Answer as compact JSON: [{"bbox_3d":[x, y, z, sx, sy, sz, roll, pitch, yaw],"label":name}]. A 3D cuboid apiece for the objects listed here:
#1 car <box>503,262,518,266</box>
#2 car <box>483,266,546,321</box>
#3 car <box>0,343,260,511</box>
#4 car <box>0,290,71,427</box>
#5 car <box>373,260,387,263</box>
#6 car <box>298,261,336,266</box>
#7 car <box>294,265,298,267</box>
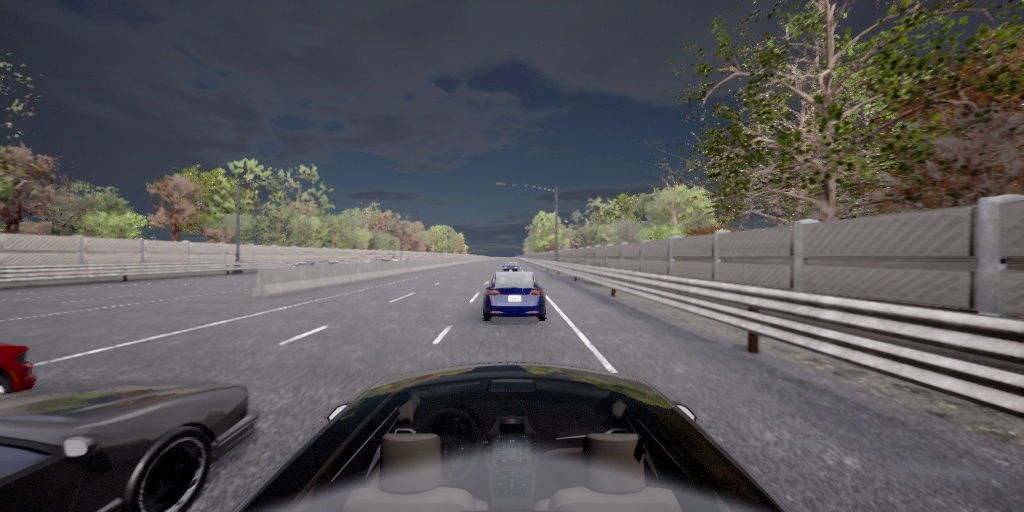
[{"bbox_3d":[-0.127,1.359,43.418,1.895,1.301,4.718,0,0,0],"label":"car"},{"bbox_3d":[0.069,1.256,12.552,2.163,1.488,4.792,0,0,0],"label":"car"},{"bbox_3d":[-3.402,1.298,1.027,2.033,1.411,5.357,0,0,0],"label":"car"},{"bbox_3d":[-6.906,1.229,2.351,1.882,1.535,5.008,0,0,0],"label":"car"},{"bbox_3d":[-17.830,1.268,47.785,1.837,1.490,4.892,0,-1,0],"label":"car"},{"bbox_3d":[-21.301,1.308,40.552,2.033,1.411,5.357,0,0,0],"label":"car"},{"bbox_3d":[-24.809,1.326,43.792,1.994,1.385,4.181,0,0,0],"label":"car"}]
